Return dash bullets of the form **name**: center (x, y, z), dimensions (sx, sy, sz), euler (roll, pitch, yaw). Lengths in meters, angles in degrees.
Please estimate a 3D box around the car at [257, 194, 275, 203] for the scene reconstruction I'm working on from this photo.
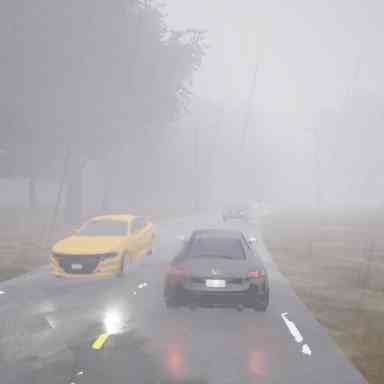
- **car**: center (11.690, 1.047, 52.821), dimensions (2.033, 1.411, 5.357), euler (-1, 1, 29)

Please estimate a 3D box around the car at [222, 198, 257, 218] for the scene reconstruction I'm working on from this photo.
- **car**: center (3.487, 1.425, 25.178), dimensions (2.033, 1.411, 5.357), euler (0, 0, 15)

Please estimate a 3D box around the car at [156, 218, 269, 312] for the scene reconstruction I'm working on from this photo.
- **car**: center (0.584, 1.550, 7.786), dimensions (1.994, 1.385, 4.181), euler (0, 0, 5)

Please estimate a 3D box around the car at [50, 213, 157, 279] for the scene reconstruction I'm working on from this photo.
- **car**: center (-2.423, 1.461, 10.269), dimensions (1.882, 1.535, 5.008), euler (0, 0, 7)
